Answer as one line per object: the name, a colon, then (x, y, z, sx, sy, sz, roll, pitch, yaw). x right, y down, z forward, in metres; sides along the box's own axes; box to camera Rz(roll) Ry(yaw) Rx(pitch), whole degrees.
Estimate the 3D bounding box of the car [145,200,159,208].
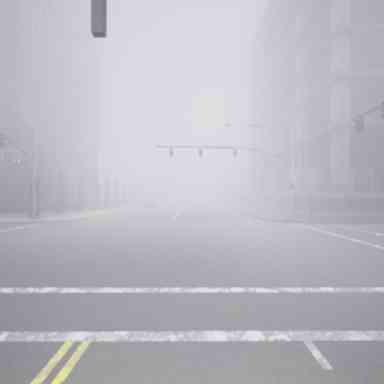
car: (-6.890, 2.036, 57.173, 1.994, 1.385, 4.181, 0, 0, 0)
